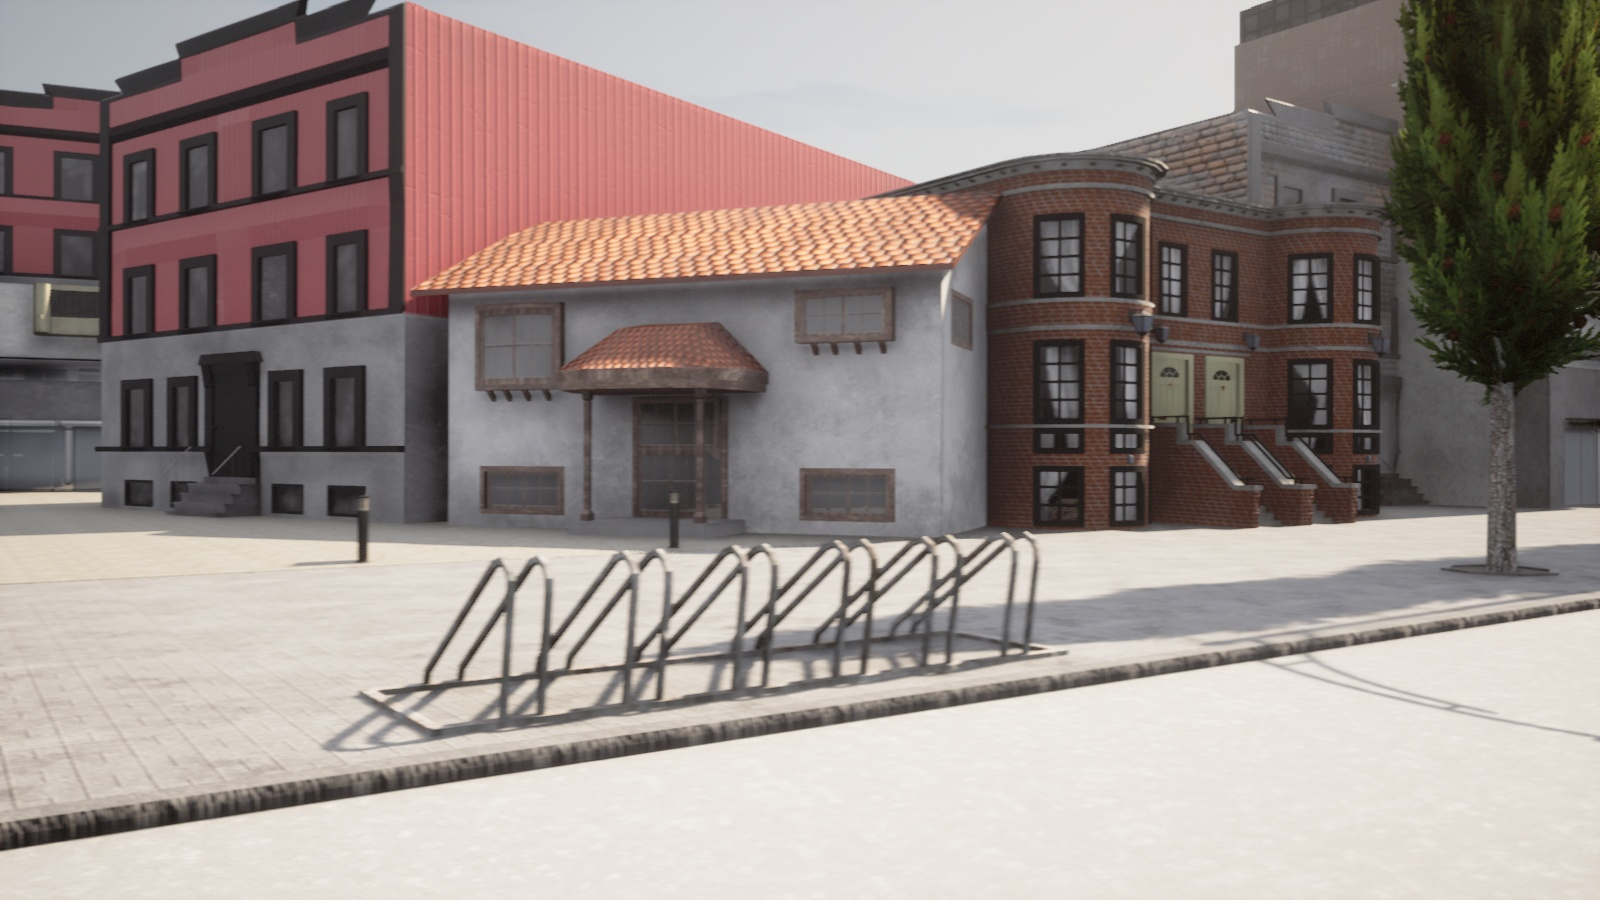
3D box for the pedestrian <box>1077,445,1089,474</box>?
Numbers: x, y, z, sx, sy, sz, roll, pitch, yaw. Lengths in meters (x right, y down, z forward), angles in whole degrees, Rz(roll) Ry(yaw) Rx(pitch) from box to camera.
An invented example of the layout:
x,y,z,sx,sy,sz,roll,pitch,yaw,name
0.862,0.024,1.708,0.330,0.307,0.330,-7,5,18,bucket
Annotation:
x,y,z,sx,sy,sz,roll,pitch,yaw,name
19.055,0.616,84.545,0.396,1.930,0.692,0,0,-36,pedestrian
